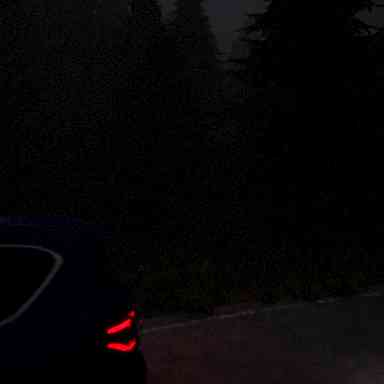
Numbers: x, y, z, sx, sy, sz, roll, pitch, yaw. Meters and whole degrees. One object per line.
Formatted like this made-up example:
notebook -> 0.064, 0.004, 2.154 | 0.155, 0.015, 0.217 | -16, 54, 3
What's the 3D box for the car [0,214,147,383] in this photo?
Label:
car -> -3.016, 1.221, 1.912 | 5.566, 2.045, 2.150 | 0, 0, -31
